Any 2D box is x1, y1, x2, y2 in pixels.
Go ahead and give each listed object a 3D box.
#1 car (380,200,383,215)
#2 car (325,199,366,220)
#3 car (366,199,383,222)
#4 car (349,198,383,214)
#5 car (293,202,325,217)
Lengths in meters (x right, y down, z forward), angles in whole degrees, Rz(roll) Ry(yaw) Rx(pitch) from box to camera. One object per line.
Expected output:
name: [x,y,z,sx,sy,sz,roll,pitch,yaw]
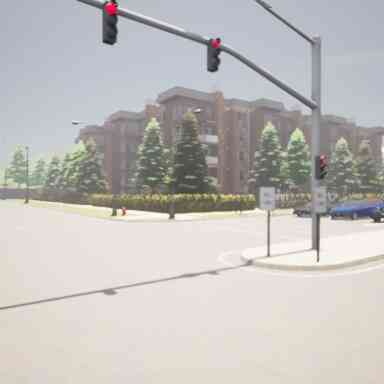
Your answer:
car: [21.286,1.514,33.609,4.902,1.511,2.128,0,0,-36]
car: [13.698,1.494,28.051,5.008,1.535,1.882,0,0,-36]
car: [15.873,1.239,25.308,5.566,2.045,2.150,0,0,-36]
car: [19.577,1.501,36.691,5.008,1.535,1.882,0,0,-36]
car: [11.723,1.564,30.944,5.357,1.411,2.033,0,0,-36]
